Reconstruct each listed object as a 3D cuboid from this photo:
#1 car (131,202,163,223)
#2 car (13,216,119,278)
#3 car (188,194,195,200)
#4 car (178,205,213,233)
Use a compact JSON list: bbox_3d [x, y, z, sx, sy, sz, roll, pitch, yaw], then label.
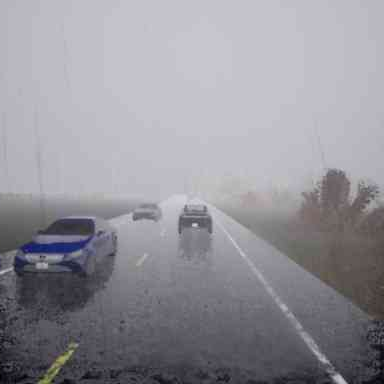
[{"bbox_3d":[-3.353,1.519,25.969,2.033,1.411,5.357,1,0,1],"label":"car"},{"bbox_3d":[-3.505,1.487,10.161,1.812,1.442,4.674,1,0,1],"label":"car"},{"bbox_3d":[-0.137,1.567,91.996,1.837,1.490,4.892,1,0,-1],"label":"car"},{"bbox_3d":[0.185,1.500,19.687,2.128,1.511,4.902,1,0,0],"label":"car"}]
